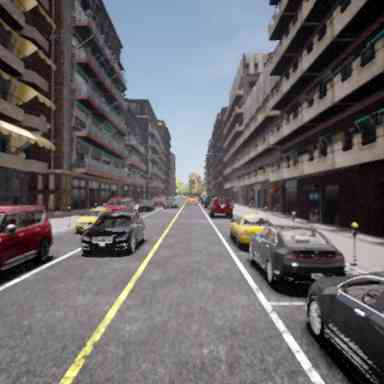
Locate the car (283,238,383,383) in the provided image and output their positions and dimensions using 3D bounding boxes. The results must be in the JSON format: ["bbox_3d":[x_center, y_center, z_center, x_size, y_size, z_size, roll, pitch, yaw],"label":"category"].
[{"bbox_3d":[2.699,1.563,3.774,2.008,1.369,4.403,1,0,0],"label":"car"}]

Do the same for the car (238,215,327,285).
[{"bbox_3d":[2.697,1.581,9.341,2.008,1.369,4.403,1,0,0],"label":"car"}]

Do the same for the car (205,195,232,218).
[{"bbox_3d":[2.691,1.420,31.614,2.192,1.841,5.009,1,0,0],"label":"car"}]

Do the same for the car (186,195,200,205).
[{"bbox_3d":[-0.025,1.578,64.262,2.097,1.767,4.553,0,0,0],"label":"car"}]

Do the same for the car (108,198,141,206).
[{"bbox_3d":[-5.687,1.402,26.076,2.192,1.841,5.009,1,0,0],"label":"car"}]

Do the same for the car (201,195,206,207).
[{"bbox_3d":[2.979,1.398,51.052,2.150,2.045,5.566,0,0,0],"label":"car"}]

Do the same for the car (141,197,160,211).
[{"bbox_3d":[-5.697,1.711,42.779,1.947,1.339,4.313,1,0,0],"label":"car"}]

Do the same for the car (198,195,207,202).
[{"bbox_3d":[2.667,1.621,87.293,2.192,1.841,5.009,1,0,0],"label":"car"}]

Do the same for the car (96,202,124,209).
[{"bbox_3d":[-5.688,1.593,20.337,1.752,1.417,4.829,1,0,0],"label":"car"}]

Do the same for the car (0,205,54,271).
[{"bbox_3d":[-5.680,1.347,9.373,2.192,1.841,5.009,1,0,0],"label":"car"}]

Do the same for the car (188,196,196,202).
[{"bbox_3d":[-0.032,1.647,81.892,1.882,1.535,5.008,0,0,0],"label":"car"}]

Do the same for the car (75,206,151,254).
[{"bbox_3d":[-3.078,1.550,13.865,1.837,1.490,4.892,0,0,0],"label":"car"}]

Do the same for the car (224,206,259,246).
[{"bbox_3d":[2.695,1.575,15.079,1.752,1.417,4.829,1,0,0],"label":"car"}]

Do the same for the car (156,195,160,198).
[{"bbox_3d":[-5.701,1.520,59.483,2.192,1.841,5.009,1,0,0],"label":"car"}]

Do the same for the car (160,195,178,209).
[{"bbox_3d":[-3.096,1.518,48.429,2.097,1.767,4.553,0,0,0],"label":"car"}]
